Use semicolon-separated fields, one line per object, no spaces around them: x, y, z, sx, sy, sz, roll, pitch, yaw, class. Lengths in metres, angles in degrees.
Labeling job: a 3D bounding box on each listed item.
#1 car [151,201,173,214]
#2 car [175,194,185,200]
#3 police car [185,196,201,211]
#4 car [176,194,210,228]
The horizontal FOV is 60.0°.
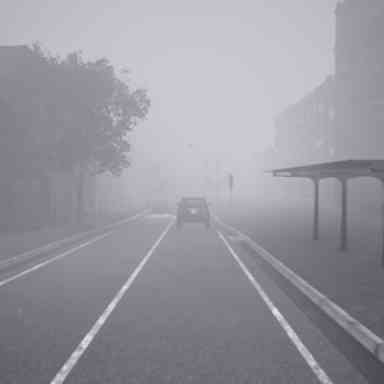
-3.119;1.610;35.353;1.994;1.385;4.181;0;0;0;car
-2.737;1.084;76.843;2.033;1.411;5.357;0;0;0;car
0.148;1.427;42.116;1.930;1.638;5.238;0;0;0;police car
0.095;1.316;23.061;2.150;2.045;5.566;0;0;0;car
